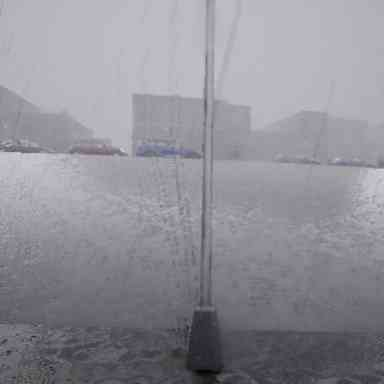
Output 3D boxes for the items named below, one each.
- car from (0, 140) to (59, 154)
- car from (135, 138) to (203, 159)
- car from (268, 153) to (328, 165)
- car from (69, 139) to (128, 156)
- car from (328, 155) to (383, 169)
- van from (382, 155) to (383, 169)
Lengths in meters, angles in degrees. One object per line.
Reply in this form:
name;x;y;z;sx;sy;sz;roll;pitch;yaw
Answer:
car;-13.027;-3.273;26.085;4.892;1.521;2.231;1;0;-5
car;-1.864;-3.275;27.465;5.566;2.045;2.435;1;0;-8
car;9.016;-2.650;29.298;4.674;1.452;2.002;2;0;-10
car;-7.426;-3.285;26.726;4.553;1.767;2.185;1;0;-7
car;14.449;-2.449;30.374;4.674;1.452;2.002;2;0;-11
van;20.002;-2.486;31.559;4.442;1.987;1.878;2;0;-12
